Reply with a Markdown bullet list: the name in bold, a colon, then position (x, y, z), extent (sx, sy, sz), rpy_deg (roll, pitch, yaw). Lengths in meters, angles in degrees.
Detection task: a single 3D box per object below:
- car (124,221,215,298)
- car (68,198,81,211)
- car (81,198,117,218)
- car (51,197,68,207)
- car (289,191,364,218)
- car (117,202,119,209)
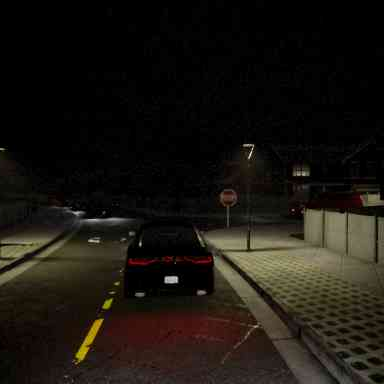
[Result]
- **car**: position (-0.636, 1.474, 8.626), extent (1.882, 1.535, 5.008), rpy_deg (0, 0, -6)
- **car**: position (-13.276, 1.495, 39.850), extent (1.812, 1.442, 4.674), rpy_deg (0, 0, -28)
- **car**: position (-8.462, 1.480, 29.993), extent (1.837, 1.490, 4.892), rpy_deg (0, 0, -27)
- **car**: position (-19.956, 1.453, 50.644), extent (1.882, 1.535, 5.008), rpy_deg (0, 0, -36)
- **car**: position (10.461, 0.994, 25.847), extent (5.566, 2.045, 2.150), rpy_deg (-1, 1, -9)
- **car**: position (-10.485, 1.507, 41.044), extent (2.033, 1.411, 5.357), rpy_deg (0, 0, -27)
